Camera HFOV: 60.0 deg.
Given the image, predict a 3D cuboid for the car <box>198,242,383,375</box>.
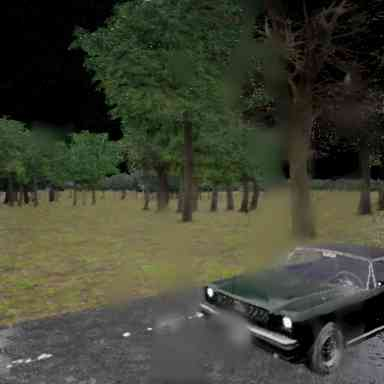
[{"bbox_3d":[2.440,1.624,5.723,4.718,1.301,1.895,0,0,-35],"label":"car"}]
